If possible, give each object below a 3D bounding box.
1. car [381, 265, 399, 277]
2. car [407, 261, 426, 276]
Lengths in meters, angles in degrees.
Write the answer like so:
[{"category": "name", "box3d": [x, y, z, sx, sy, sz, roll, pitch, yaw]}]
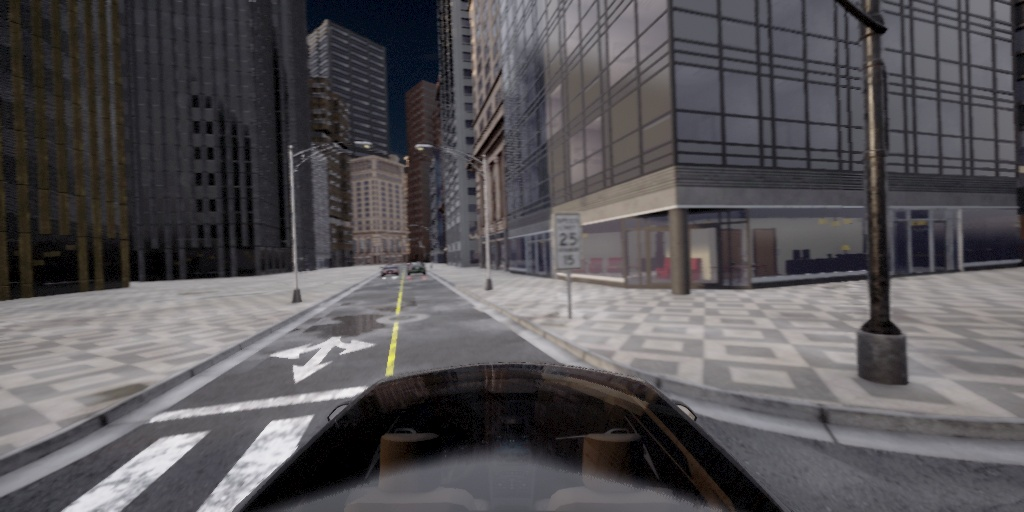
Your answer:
[{"category": "car", "box3d": [-14.834, 1.761, 43.807, 1.994, 1.385, 4.181, -2, 0, -16]}, {"category": "car", "box3d": [-11.575, 1.426, 43.501, 2.097, 1.767, 4.553, -2, 0, -16]}]
